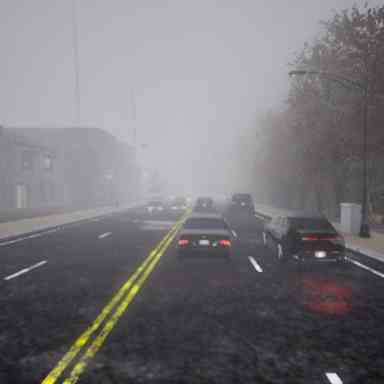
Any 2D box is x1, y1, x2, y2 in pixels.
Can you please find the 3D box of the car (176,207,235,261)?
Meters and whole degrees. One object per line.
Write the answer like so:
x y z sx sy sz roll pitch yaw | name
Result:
0.462 1.499 12.149 2.033 1.411 5.357 1 0 3 | car

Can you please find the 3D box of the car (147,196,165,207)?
-4.910 1.305 46.316 2.033 1.411 5.357 1 0 2 | car

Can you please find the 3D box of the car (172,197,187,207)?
-1.663 1.334 46.193 2.033 1.411 5.357 1 0 2 | car

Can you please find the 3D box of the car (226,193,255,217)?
4.447 1.127 30.916 2.150 2.045 5.566 1 0 2 | car

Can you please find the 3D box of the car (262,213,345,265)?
3.696 1.488 11.714 1.837 1.490 4.892 1 0 3 | car

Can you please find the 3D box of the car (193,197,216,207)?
1.218 1.227 31.633 2.097 1.767 4.553 1 0 2 | car
